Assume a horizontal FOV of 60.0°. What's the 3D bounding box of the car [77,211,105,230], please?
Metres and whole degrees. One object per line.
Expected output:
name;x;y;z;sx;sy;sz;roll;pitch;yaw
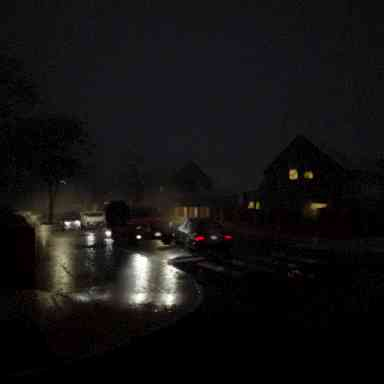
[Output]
car;-8.373;2.391;28.751;1.812;1.442;4.674;0;-1;-28

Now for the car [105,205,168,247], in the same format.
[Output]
car;-2.961;1.787;18.690;2.150;2.045;5.566;0;-1;-28

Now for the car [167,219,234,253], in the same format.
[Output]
car;0.372;2.002;16.124;2.033;1.411;5.357;-1;-1;-13

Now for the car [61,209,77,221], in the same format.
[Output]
car;-14.703;2.777;40.556;1.994;1.385;4.181;0;-1;-28
